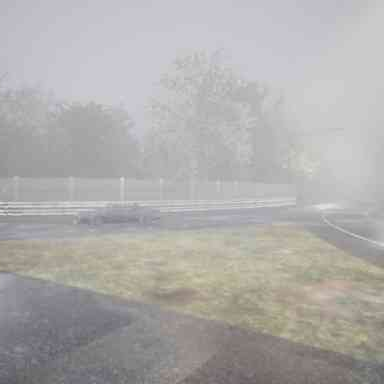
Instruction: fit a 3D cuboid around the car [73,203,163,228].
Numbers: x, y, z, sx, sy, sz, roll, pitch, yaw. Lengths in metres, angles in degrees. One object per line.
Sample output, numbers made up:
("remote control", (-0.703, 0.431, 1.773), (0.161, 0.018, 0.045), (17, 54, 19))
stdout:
("car", (-4.541, 1.388, 20.814), (5.357, 1.411, 2.033), (0, 0, -27))
